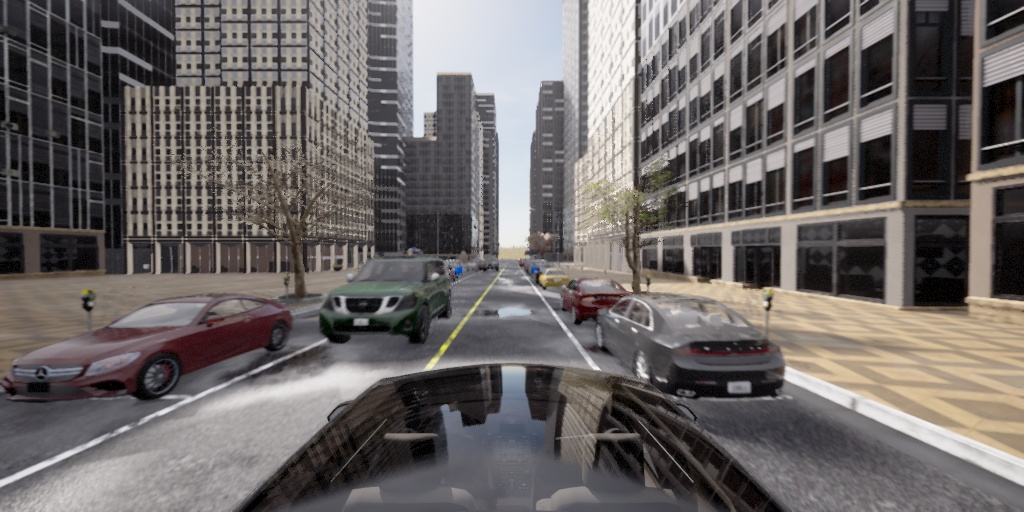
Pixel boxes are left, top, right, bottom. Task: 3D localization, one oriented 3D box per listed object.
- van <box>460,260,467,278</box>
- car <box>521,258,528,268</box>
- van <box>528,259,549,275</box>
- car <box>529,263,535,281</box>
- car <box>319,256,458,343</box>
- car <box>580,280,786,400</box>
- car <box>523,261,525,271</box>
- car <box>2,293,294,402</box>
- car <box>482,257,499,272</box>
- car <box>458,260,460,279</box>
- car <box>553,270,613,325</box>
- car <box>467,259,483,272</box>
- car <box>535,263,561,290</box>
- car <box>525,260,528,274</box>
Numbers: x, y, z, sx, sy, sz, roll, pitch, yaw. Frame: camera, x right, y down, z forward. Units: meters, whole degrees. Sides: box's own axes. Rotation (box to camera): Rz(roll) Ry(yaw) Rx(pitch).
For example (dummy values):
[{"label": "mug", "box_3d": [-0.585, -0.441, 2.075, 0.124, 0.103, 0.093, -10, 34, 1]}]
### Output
[{"label": "van", "box_3d": [-5.690, 1.260, 34.535, 1.690, 1.789, 3.998, 0, 0, 0]}, {"label": "car", "box_3d": [2.692, 1.445, 51.411, 1.967, 1.591, 4.097, 0, 0, 0]}, {"label": "van", "box_3d": [2.692, 1.260, 34.535, 1.690, 1.789, 3.998, 0, 0, 0]}, {"label": "car", "box_3d": [2.692, 1.456, 28.909, 1.948, 1.339, 4.313, 0, 0, 0]}, {"label": "car", "box_3d": [-3.100, 1.015, 10.129, 2.150, 2.045, 5.566, 0, 0, 0]}, {"label": "car", "box_3d": [2.691, 1.325, 6.409, 2.007, 1.370, 4.403, 0, 0, 0]}, {"label": "car", "box_3d": [2.692, 1.558, 45.785, 1.802, 1.307, 4.207, 0, 0, 0]}, {"label": "car", "box_3d": [-5.691, 1.356, 6.409, 1.802, 1.307, 4.207, 0, 0, 0]}, {"label": "car", "box_3d": [-3.056, 1.232, 52.823, 2.150, 2.045, 5.566, 0, 0, 1]}, {"label": "car", "box_3d": [-5.690, 1.330, 28.909, 1.967, 1.591, 4.097, 0, 0, 0]}, {"label": "car", "box_3d": [2.691, 1.348, 12.034, 1.888, 1.381, 4.507, 0, 0, 0]}, {"label": "car", "box_3d": [-5.689, 1.556, 51.411, 2.007, 1.370, 4.403, 0, 0, 0]}, {"label": "car", "box_3d": [2.692, 1.386, 23.454, 1.751, 1.417, 4.829, 0, 0, 0]}, {"label": "car", "box_3d": [2.692, 1.473, 40.329, 1.751, 1.417, 4.829, 0, 0, 0]}]
